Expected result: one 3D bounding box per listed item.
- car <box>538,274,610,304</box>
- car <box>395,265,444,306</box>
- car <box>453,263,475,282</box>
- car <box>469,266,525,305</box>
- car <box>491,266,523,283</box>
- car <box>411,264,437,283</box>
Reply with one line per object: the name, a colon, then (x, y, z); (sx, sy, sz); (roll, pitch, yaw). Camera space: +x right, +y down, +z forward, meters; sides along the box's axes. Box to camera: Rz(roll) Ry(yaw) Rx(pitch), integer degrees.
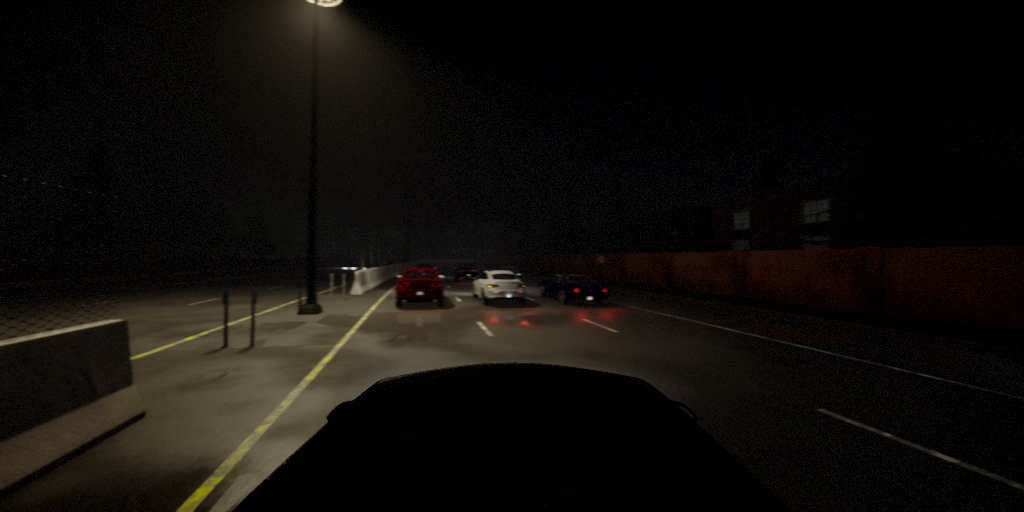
car: (2.775, 1.502, 17.409); (1.895, 1.301, 4.718); (1, 0, -14)
car: (-4.092, 1.272, 16.053); (1.882, 1.535, 5.008); (1, 0, -14)
car: (-4.031, 1.381, 31.285); (1.882, 1.535, 5.008); (1, 0, -12)
car: (-0.677, 1.374, 16.815); (1.812, 1.442, 4.674); (1, 0, -14)
car: (-0.539, 1.557, 31.683); (1.895, 1.301, 4.718); (1, 0, -12)
car: (-7.417, 1.413, 30.387); (1.994, 1.385, 4.181); (1, 0, -12)
